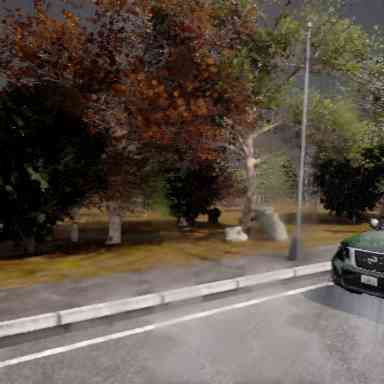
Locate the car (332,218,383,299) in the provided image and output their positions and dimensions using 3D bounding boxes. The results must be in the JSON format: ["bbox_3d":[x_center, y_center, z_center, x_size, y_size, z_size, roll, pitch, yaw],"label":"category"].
[{"bbox_3d":[5.626,1.200,7.440,5.566,2.045,2.150,-1,1,-30],"label":"car"}]
